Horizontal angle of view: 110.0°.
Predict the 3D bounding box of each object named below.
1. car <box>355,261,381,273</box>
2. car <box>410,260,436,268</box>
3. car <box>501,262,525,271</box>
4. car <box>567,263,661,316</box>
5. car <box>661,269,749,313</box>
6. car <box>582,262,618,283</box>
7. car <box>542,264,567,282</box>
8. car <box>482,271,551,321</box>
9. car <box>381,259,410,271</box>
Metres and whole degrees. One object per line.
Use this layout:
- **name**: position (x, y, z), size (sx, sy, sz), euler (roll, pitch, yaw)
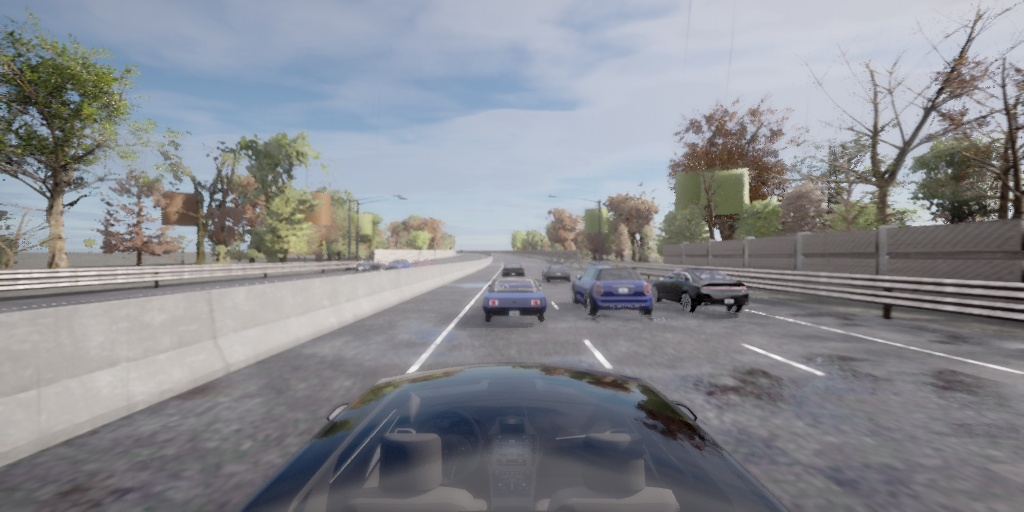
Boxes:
- **car**: position (-17.571, 1.330, 44.114), size (2.128, 1.511, 4.902), euler (0, 0, 0)
- **car**: position (-10.572, 1.316, 43.990), size (1.882, 1.535, 5.008), euler (0, 0, 0)
- **car**: position (0.106, 1.290, 30.844), size (1.882, 1.535, 5.008), euler (0, 0, 0)
- **car**: position (3.590, 1.130, 13.642), size (2.097, 1.767, 4.553), euler (0, 0, 0)
- **car**: position (7.093, 1.269, 14.115), size (2.128, 1.511, 4.902), euler (0, 0, 0)
- **car**: position (7.103, 1.315, 29.475), size (1.837, 1.490, 4.892), euler (0, 0, 0)
- **car**: position (3.604, 1.375, 29.731), size (1.994, 1.385, 4.181), euler (0, 0, 0)
- **car**: position (0.087, 1.375, 12.533), size (1.895, 1.301, 4.718), euler (0, 0, 0)
- **car**: position (-14.071, 1.191, 44.601), size (2.097, 1.767, 4.553), euler (0, 0, 0)
